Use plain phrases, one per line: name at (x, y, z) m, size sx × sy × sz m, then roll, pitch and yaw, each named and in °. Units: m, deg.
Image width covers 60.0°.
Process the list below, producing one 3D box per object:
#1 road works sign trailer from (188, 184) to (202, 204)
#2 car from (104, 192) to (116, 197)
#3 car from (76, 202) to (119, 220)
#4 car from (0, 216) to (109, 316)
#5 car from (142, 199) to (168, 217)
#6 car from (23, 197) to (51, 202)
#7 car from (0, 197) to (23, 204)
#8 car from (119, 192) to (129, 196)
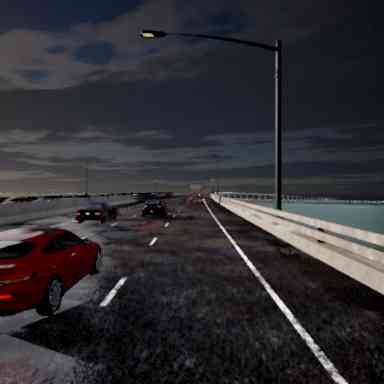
road works sign trailer at (0.613, 0.234, 58.401) m, size 2.380 × 3.560 × 2.880 m, roll 0°, pitch 0°, yaw 1°
car at (-19.840, 0.778, 80.361) m, size 1.882 × 1.535 × 5.008 m, roll 0°, pitch 0°, yaw 2°
car at (-6.792, 1.455, 24.196) m, size 2.033 × 1.411 × 5.357 m, roll 0°, pitch 0°, yaw 1°
car at (-3.387, 1.498, 7.335) m, size 1.812 × 1.442 × 4.674 m, roll 0°, pitch 0°, yaw 0°
car at (-3.238, 1.379, 29.515) m, size 2.128 × 1.511 × 4.902 m, roll 0°, pitch 0°, yaw 1°
car at (-17.315, 1.418, 38.622) m, size 1.994 × 1.385 × 4.181 m, roll 0°, pitch 0°, yaw 1°
car at (-20.801, 1.357, 39.374) m, size 1.837 × 1.490 × 4.892 m, roll 0°, pitch 0°, yaw 1°
car at (-16.341, 0.823, 80.260) m, size 1.812 × 1.442 × 4.674 m, roll 0°, pitch 0°, yaw 2°
